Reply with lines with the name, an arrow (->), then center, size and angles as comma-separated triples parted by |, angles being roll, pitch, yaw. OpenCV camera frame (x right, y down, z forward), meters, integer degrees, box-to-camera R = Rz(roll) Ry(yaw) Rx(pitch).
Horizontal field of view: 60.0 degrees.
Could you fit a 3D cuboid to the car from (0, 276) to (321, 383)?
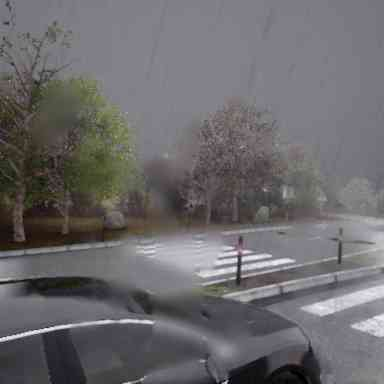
car -> -0.971, 1.506, 2.686 | 4.892, 1.490, 1.837 | 0, 0, -34
